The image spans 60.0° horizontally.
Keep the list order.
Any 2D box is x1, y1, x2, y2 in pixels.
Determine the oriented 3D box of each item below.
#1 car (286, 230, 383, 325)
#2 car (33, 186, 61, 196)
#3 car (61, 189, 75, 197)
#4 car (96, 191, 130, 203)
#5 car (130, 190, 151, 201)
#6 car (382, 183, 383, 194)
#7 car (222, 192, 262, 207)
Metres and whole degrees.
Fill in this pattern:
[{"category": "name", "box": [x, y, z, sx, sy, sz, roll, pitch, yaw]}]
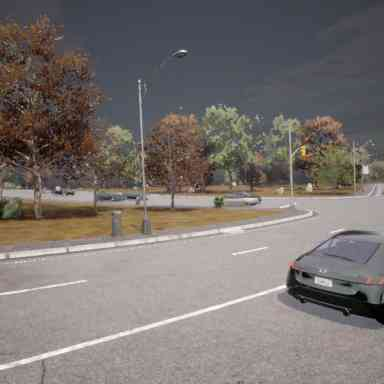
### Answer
[{"category": "car", "box": [3.890, 1.516, 7.068, 4.181, 1.385, 1.994, -1, 0, -38]}, {"category": "car", "box": [-24.644, -0.201, 55.525, 4.674, 1.442, 1.812, 2, 4, 33]}, {"category": "car", "box": [-22.721, 0.100, 58.472, 4.718, 1.301, 1.895, 2, 4, 33]}, {"category": "car", "box": [-11.602, 0.643, 47.050, 4.892, 1.490, 1.837, 2, 4, 33]}, {"category": "car", "box": [-8.259, 0.506, 49.052, 4.902, 1.511, 2.128, 2, 4, 33]}, {"category": "car", "box": [29.726, -0.835, 49.633, 2.150, 2.045, 5.566, -1, 2, 31]}, {"category": "car", "box": [4.875, 0.932, 36.421, 4.718, 1.301, 1.895, 0, 3, 33]}]
